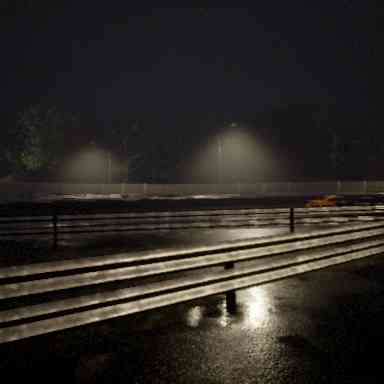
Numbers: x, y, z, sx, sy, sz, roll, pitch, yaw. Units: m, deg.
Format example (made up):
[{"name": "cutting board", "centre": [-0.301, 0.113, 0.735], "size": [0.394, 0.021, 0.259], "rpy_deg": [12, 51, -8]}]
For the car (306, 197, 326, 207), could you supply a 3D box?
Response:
[{"name": "car", "centre": [12.369, 1.083, 28.578], "size": [5.008, 1.535, 1.882], "rpy_deg": [-1, 0, -11]}]

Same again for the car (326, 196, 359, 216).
[{"name": "car", "centre": [13.085, 1.118, 25.152], "size": [4.892, 1.490, 1.837], "rpy_deg": [-1, 0, -11]}]

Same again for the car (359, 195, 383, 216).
[{"name": "car", "centre": [13.796, 0.970, 21.724], "size": [4.553, 1.767, 2.097], "rpy_deg": [-1, 0, -11]}]
